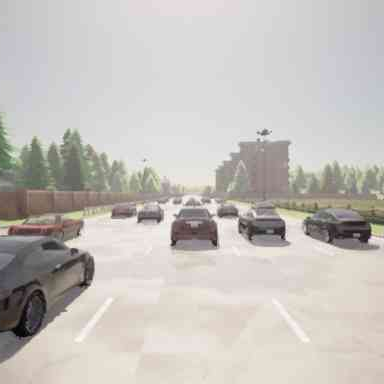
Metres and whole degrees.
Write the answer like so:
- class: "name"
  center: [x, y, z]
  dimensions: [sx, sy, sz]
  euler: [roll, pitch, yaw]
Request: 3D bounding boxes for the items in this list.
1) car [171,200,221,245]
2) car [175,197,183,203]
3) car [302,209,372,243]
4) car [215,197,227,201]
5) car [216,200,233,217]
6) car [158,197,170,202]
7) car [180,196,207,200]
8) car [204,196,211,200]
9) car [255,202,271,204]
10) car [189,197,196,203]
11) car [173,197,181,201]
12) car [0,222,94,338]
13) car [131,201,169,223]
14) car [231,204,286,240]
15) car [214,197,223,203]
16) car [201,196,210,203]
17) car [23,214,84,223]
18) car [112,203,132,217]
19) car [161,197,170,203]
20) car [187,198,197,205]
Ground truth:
- class: "car"
  center: [0.102, 1.480, 16.496]
  dimensions: [2.097, 1.767, 4.553]
  euler: [0, 0, 0]
- class: "car"
  center: [-3.496, 2.059, 87.288]
  dimensions: [1.994, 1.385, 4.181]
  euler: [0, 0, 0]
- class: "car"
  center: [7.102, 1.635, 16.761]
  dimensions: [1.837, 1.490, 4.892]
  euler: [0, -1, 0]
- class: "car"
  center: [7.009, 1.947, 77.665]
  dimensions: [2.097, 1.767, 4.553]
  euler: [0, 0, 0]
- class: "car"
  center: [3.604, 1.828, 34.104]
  dimensions: [1.994, 1.385, 4.181]
  euler: [0, 0, 0]
- class: "car"
  center: [-6.992, 2.129, 77.278]
  dimensions: [2.033, 1.411, 5.357]
  euler: [0, 0, 0]
- class: "car"
  center: [0.104, 1.609, 33.261]
  dimensions: [2.097, 1.767, 4.553]
  euler: [0, 0, 0]
- class: "car"
  center: [3.509, 2.091, 77.661]
  dimensions: [1.837, 1.490, 4.892]
  euler: [0, 0, 0]
- class: "car"
  center: [7.104, 1.765, 33.582]
  dimensions: [1.837, 1.490, 4.892]
  euler: [0, 0, 0]
- class: "car"
  center: [0.002, 2.051, 87.714]
  dimensions: [1.812, 1.442, 4.674]
  euler: [0, 0, 0]
- class: "car"
  center: [-3.492, 2.140, 77.244]
  dimensions: [1.994, 1.385, 4.181]
  euler: [0, 0, 0]
- class: "car"
  center: [-3.402, 1.577, 6.590]
  dimensions: [1.812, 1.442, 4.674]
  euler: [0, 0, 0]
- class: "car"
  center: [-3.397, 1.765, 27.993]
  dimensions: [2.033, 1.411, 5.357]
  euler: [0, 0, 0]
- class: "car"
  center: [3.602, 1.629, 17.754]
  dimensions: [2.128, 1.511, 4.902]
  euler: [0, 0, 0]
- class: "car"
  center: [7.004, 2.102, 87.347]
  dimensions: [1.895, 1.301, 4.718]
  euler: [0, 0, 0]
- class: "car"
  center: [3.502, 1.882, 87.695]
  dimensions: [2.097, 1.767, 4.553]
  euler: [0, 0, 0]
- class: "car"
  center: [-6.898, 1.729, 16.447]
  dimensions: [1.895, 1.301, 4.718]
  euler: [0, 0, 0]
- class: "car"
  center: [-6.897, 1.829, 34.221]
  dimensions: [1.994, 1.385, 4.181]
  euler: [0, 0, 0]
- class: "car"
  center: [-6.998, 2.005, 87.695]
  dimensions: [1.882, 1.535, 5.008]
  euler: [0, 0, 0]
- class: "car"
  center: [0.009, 2.116, 77.662]
  dimensions: [2.128, 1.511, 4.902]
  euler: [0, 0, 0]
